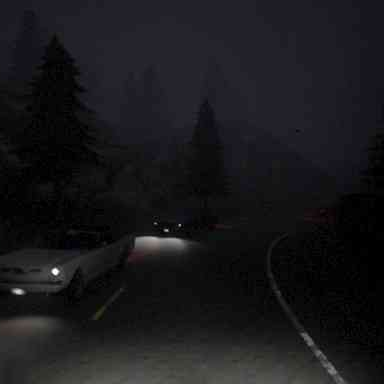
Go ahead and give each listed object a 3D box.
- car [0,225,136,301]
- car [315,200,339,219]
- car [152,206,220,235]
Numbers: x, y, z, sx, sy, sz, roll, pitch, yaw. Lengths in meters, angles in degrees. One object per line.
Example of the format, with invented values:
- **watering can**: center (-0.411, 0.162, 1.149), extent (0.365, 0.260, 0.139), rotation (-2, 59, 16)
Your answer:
- **car**: center (-3.009, 1.580, 8.500), extent (1.895, 1.301, 4.718), rotation (0, 0, 8)
- **car**: center (12.729, 1.407, 28.631), extent (5.008, 1.535, 1.882), rotation (0, 0, -34)
- **car**: center (-0.106, 1.501, 18.774), extent (2.033, 1.411, 5.357), rotation (0, 0, 26)
